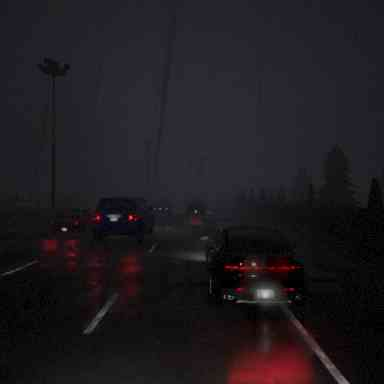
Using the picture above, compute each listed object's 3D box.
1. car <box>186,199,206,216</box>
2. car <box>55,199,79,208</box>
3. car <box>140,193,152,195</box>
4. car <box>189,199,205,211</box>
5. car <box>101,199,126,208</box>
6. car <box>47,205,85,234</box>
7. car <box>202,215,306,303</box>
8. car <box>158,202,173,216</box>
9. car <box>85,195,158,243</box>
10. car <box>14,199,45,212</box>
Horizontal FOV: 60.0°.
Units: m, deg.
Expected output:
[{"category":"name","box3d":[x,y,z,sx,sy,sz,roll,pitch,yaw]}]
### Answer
[{"category":"car","box3d":[0.411,1.660,34.820,1.837,1.490,4.892,0,0,1]},{"category":"car","box3d":[-16.881,1.695,44.745,2.128,1.511,4.902,0,0,3]},{"category":"car","box3d":[-11.710,1.327,81.808,2.150,2.045,5.566,0,0,23]},{"category":"car","box3d":[0.796,1.724,46.109,1.812,1.442,4.674,0,0,6]},{"category":"car","box3d":[-12.528,1.792,53.659,2.033,1.411,5.357,0,0,8]},{"category":"car","box3d":[-6.704,1.686,19.791,1.895,1.301,4.718,0,0,1]},{"category":"car","box3d":[1.307,1.538,8.233,1.837,1.490,4.892,0,0,1]},{"category":"car","box3d":[-3.050,1.703,35.018,2.033,1.411,5.357,0,0,1]},{"category":"car","box3d":[-3.236,1.287,16.559,2.150,2.045,5.566,0,-1,1]},{"category":"car","box3d":[-20.516,1.669,42.144,1.882,1.535,5.008,0,-1,3]}]
